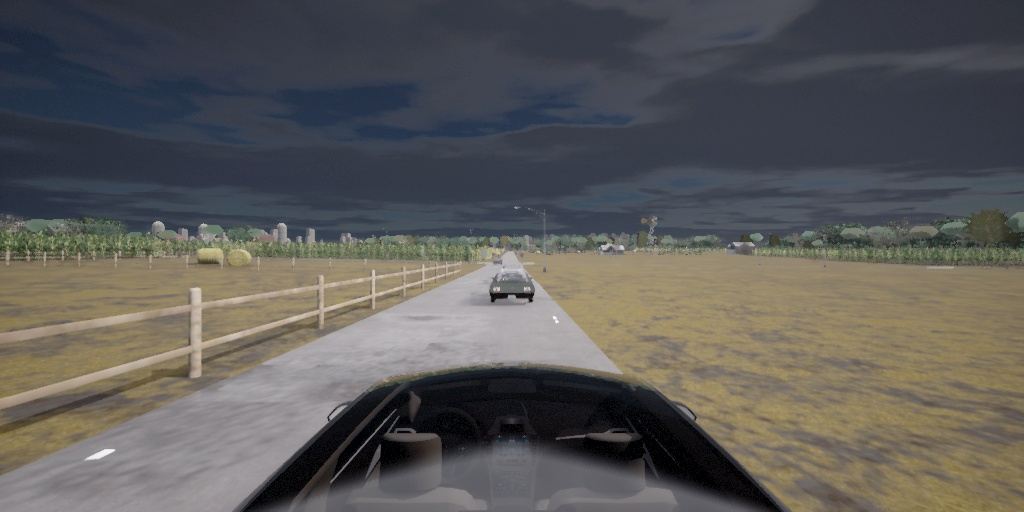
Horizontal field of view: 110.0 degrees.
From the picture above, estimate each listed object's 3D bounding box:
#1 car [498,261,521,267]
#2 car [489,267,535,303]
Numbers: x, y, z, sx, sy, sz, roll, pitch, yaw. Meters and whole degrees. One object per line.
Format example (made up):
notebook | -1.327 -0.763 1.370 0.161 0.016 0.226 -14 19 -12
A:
car | 0.000 1.318 31.528 1.895 1.301 4.718 0 0 0
car | 0.000 1.350 16.529 1.895 1.301 4.718 0 0 0
